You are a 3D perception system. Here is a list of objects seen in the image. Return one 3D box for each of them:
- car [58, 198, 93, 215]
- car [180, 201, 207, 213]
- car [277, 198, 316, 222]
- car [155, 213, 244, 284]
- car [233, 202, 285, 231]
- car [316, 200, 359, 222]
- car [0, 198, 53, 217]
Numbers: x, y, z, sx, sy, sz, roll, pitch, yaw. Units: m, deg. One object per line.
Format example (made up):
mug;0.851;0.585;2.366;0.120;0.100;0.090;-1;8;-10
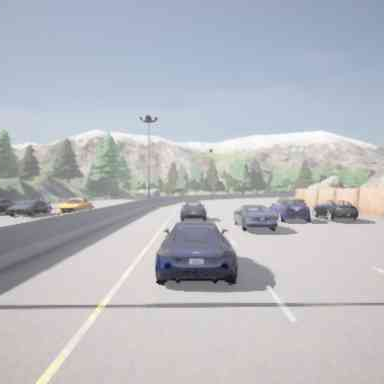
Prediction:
car;-10.567;1.291;30.512;1.882;1.535;5.008;0;0;0
car;0.109;1.407;25.601;1.994;1.385;4.181;0;0;0
car;7.109;1.201;24.687;2.097;1.767;4.553;0;0;0
car;0.103;1.506;9.407;1.994;1.385;4.181;0;0;0
car;3.608;1.427;19.622;2.033;1.411;5.357;0;0;0
car;10.610;1.338;24.962;2.128;1.511;4.902;0;0;0
car;-14.086;1.369;29.167;2.033;1.411;5.357;0;0;0
